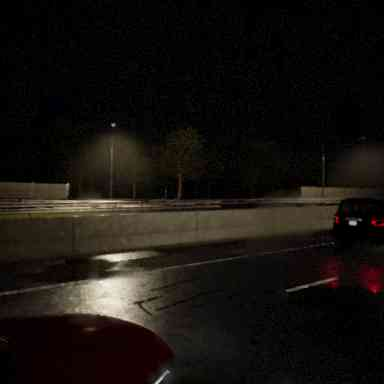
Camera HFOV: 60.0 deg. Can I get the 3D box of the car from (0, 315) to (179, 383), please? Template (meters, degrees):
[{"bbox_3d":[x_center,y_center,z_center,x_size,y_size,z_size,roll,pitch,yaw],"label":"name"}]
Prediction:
[{"bbox_3d":[-2.251,1.525,2.141,4.674,1.442,1.812,0,0,-36],"label":"car"}]

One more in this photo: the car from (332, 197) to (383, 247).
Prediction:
[{"bbox_3d":[8.125,1.246,13.840,5.566,2.045,2.150,0,0,-35],"label":"car"}]
